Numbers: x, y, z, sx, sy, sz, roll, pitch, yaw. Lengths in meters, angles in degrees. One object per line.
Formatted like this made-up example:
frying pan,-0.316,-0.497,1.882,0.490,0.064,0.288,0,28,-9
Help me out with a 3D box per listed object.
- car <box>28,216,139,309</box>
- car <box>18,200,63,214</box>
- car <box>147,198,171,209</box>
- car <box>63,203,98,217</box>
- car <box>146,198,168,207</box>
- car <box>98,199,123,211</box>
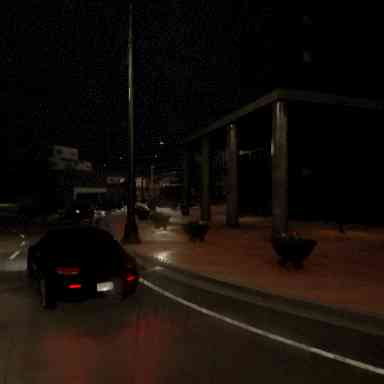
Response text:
car,-2.785,1.561,8.029,1.812,1.442,4.674,0,0,-31
car,-16.433,1.605,36.540,1.882,1.535,5.008,0,-1,34
car,-4.811,1.652,52.188,2.097,1.767,4.553,0,0,22
car,-10.354,1.696,31.139,1.994,1.385,4.181,0,0,-9
car,-6.092,1.834,58.758,1.837,1.490,4.892,0,0,23
car,-11.476,1.721,45.689,1.837,1.490,4.892,0,0,23
